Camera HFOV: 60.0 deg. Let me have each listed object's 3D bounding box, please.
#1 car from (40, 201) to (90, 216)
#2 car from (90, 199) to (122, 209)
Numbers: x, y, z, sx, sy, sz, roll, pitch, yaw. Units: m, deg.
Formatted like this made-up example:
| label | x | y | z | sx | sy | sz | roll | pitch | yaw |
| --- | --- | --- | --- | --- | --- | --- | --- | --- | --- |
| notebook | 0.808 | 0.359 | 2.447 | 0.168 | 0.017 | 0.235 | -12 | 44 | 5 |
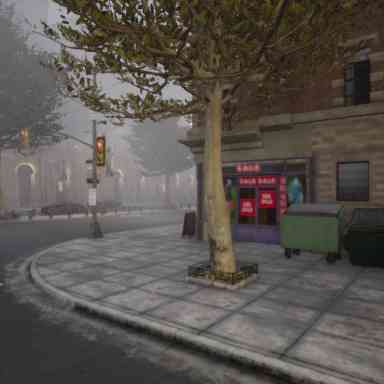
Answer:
| label | x | y | z | sx | sy | sz | roll | pitch | yaw |
| --- | --- | --- | --- | --- | --- | --- | --- | --- | --- |
| car | -12.702 | 1.561 | 32.894 | 1.994 | 1.385 | 4.181 | 0 | 0 | 36 |
| car | -11.936 | 1.592 | 45.181 | 1.895 | 1.301 | 4.718 | 0 | 0 | 36 |
